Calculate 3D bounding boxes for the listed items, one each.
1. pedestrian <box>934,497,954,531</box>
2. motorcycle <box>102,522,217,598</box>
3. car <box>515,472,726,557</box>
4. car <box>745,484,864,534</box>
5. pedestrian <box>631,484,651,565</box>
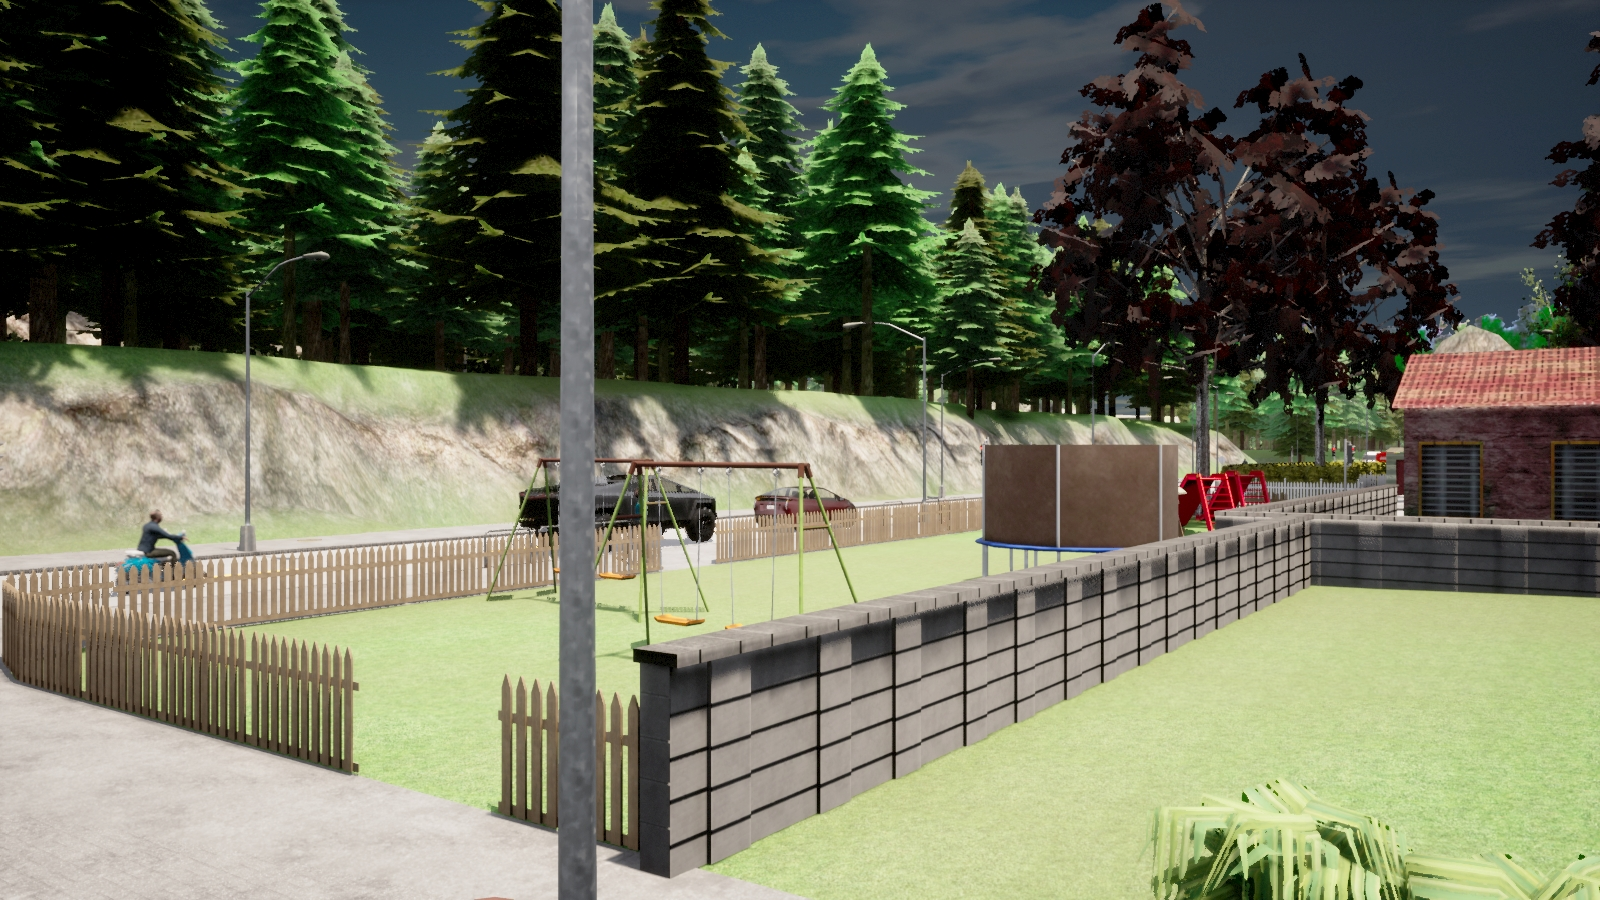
[{"bbox_3d":[4.835,2.125,38.270,0.500,1.100,0.500,0,0,35],"label":"pedestrian"},{"bbox_3d":[-12.624,2.142,22.562,0.856,1.316,1.805,0,0,36],"label":"motorcycle"},{"bbox_3d":[-5.024,1.754,33.129,2.390,2.098,6.274,0,0,35],"label":"car"},{"bbox_3d":[0.223,2.040,40.660,2.007,1.525,4.514,0,0,35],"label":"car"},{"bbox_3d":[-3.737,1.745,26.839,0.375,1.860,0.375,0,0,-29],"label":"pedestrian"}]
